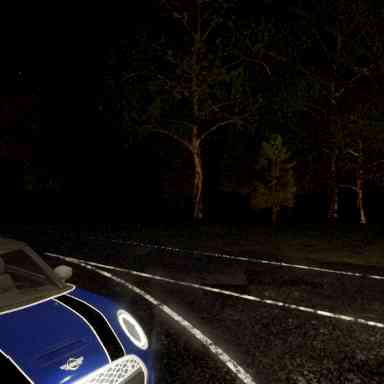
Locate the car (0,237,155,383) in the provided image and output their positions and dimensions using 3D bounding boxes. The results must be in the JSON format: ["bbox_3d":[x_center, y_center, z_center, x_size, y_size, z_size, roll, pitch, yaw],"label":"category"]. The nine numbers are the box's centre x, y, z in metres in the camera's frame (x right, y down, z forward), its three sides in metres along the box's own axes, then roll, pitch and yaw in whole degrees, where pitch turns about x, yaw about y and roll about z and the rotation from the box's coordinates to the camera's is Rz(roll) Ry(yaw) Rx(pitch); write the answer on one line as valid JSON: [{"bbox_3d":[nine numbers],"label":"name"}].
[{"bbox_3d":[-2.570,1.338,3.717,4.553,1.767,2.097,1,0,36],"label":"car"}]
